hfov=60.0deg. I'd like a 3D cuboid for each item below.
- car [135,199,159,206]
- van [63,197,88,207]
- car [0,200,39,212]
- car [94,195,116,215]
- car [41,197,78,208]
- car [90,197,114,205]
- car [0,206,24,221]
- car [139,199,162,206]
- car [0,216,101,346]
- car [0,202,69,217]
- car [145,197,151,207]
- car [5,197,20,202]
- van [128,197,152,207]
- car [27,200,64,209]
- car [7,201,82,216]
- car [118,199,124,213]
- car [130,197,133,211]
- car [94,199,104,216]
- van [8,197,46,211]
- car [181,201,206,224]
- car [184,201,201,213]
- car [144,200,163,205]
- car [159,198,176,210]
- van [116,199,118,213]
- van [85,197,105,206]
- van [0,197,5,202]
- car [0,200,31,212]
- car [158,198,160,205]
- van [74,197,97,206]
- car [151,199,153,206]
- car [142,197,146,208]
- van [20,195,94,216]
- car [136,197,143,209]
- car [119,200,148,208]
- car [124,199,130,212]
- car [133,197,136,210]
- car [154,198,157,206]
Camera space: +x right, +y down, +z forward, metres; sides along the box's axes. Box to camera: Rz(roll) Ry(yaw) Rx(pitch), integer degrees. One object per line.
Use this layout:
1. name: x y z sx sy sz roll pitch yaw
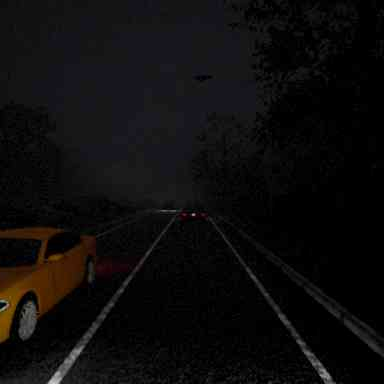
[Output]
1. car: -10.486 2.479 78.057 5.366 1.575 1.946 0 -1 0
2. van: -23.501 2.027 67.044 4.442 1.987 1.878 0 -1 0
3. car: -23.391 1.874 44.882 4.674 1.452 2.002 0 -1 0
4. car: -10.347 1.318 30.883 5.566 2.045 2.435 0 -1 0
5. car: -23.360 1.845 58.736 5.566 2.045 2.435 0 -1 0
6. car: -23.406 2.453 86.423 5.566 2.045 2.435 0 -2 0
7. car: -10.331 1.508 14.241 5.008 1.535 2.097 0 0 0
8. car: -10.114 2.546 80.709 5.366 1.575 1.946 0 -2 0
9. car: -3.351 1.478 6.553 1.882 1.535 5.008 0 0 0
10. car: -10.293 1.553 19.792 4.792 1.488 2.163 0 0 0
11. car: -10.124 2.038 55.859 5.366 1.575 1.946 0 -1 0
12. car: -23.367 1.476 39.223 5.566 2.045 2.435 0 -1 0
13. van: -10.422 2.025 66.966 4.442 1.987 1.878 0 -1 0
14. car: -23.385 1.991 53.191 5.008 1.535 2.097 0 -1 0
15. car: -10.325 1.571 22.569 4.674 1.452 2.002 0 0 0
16. car: -10.319 1.715 36.429 4.674 1.452 2.002 0 -1 0
17. car: -10.283 1.654 41.983 4.553 1.767 2.185 0 -1 0
18. car: -10.349 1.577 28.128 4.792 1.488 2.163 0 -1 0
19. van: -23.509 1.658 47.531 4.442 1.987 1.878 0 -1 0
20. car: 0.093 1.637 25.367 2.033 1.411 5.357 0 -1 0
21. car: 0.078 1.848 42.679 2.033 1.411 5.357 0 -1 0
22. car: -10.303 2.781 89.154 4.892 1.521 2.231 0 -2 0
23. car: -3.355 1.979 50.190 2.033 1.411 5.357 0 -1 0
24. van: -10.201 1.396 33.658 4.442 1.987 1.878 0 -1 0
25. van: -23.496 2.325 80.761 4.442 1.987 1.878 0 -1 0
26. van: -23.513 1.449 36.452 4.442 1.987 1.878 0 -1 0
27. car: -23.389 1.782 42.112 5.008 1.535 2.097 0 -1 0
28. car: -10.296 2.418 75.290 4.892 1.521 2.231 0 -1 0
29. van: -23.274 2.135 72.599 4.442 1.987 1.878 0 -1 0
30. car: -10.278 2.176 61.410 4.792 1.488 2.163 0 -1 0
31. car: -10.317 1.990 53.084 4.892 1.521 2.231 0 -1 0
32. van: -10.204 1.313 25.346 4.442 1.987 1.878 0 0 0
33. car: -10.127 1.881 47.532 5.366 1.575 1.946 0 -1 0
34. car: -10.279 2.123 58.635 4.792 1.488 2.163 0 -1 0
35. car: -10.310 1.727 39.205 5.008 1.535 2.097 0 -1 0
36. car: -10.282 1.706 44.759 4.553 1.767 2.185 0 -1 0
37. car: -10.333 2.333 69.738 4.792 1.488 2.163 0 -1 0
